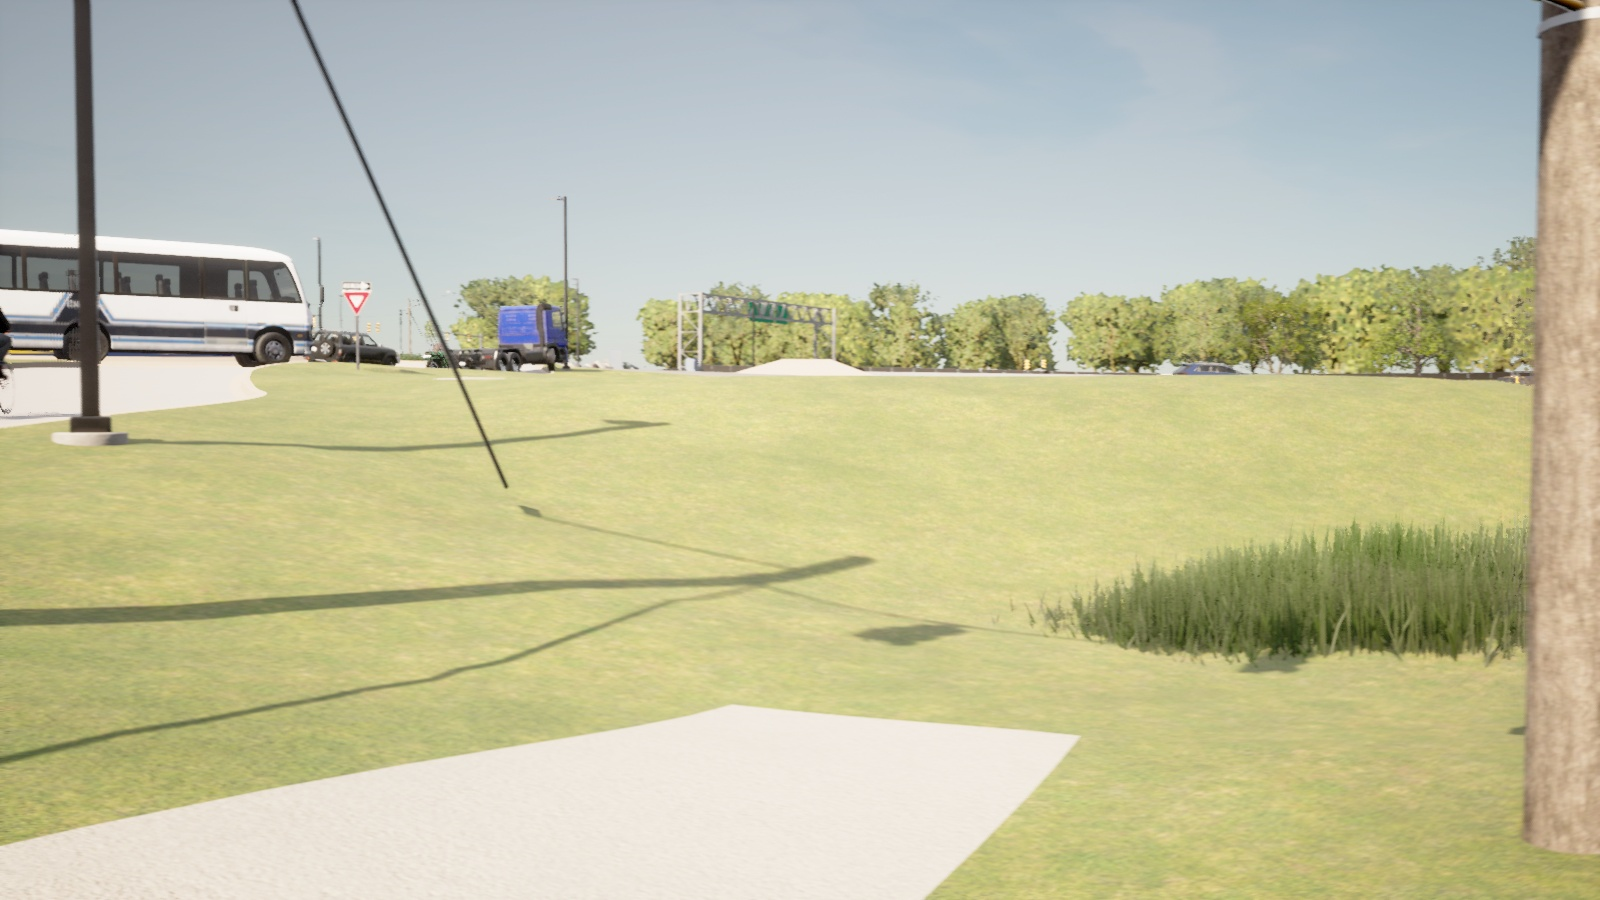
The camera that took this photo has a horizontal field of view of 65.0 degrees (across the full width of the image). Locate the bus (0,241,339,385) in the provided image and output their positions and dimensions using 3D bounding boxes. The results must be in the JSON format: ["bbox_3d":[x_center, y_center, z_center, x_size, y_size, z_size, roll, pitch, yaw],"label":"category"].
[{"bbox_3d":[-21.517,-4.429,42.485,10.273,4.253,3.944,-3,3,-37],"label":"bus"}]

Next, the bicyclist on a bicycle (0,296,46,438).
[{"bbox_3d":[-10.555,-1.085,16.393,0.659,1.776,1.843,-2,5,-15],"label":"bicyclist on a bicycle"}]

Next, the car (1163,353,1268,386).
[{"bbox_3d":[22.118,-4.303,66.938,4.856,1.649,2.033,1,4,-2],"label":"car"}]

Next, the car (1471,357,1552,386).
[{"bbox_3d":[41.996,-4.622,74.057,5.366,1.575,1.801,-4,5,-32],"label":"car"}]

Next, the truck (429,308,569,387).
[{"bbox_3d":[-14.596,-5.137,61.763,2.891,3.462,7.936,-1,6,17],"label":"truck"}]

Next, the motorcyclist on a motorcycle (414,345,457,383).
[{"bbox_3d":[-15.317,-3.594,52.825,0.797,1.523,2.044,-1,2,13],"label":"motorcyclist on a motorcycle"}]

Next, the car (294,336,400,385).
[{"bbox_3d":[-19.672,-3.880,54.746,1.932,1.855,4.605,7,4,16],"label":"car"}]
